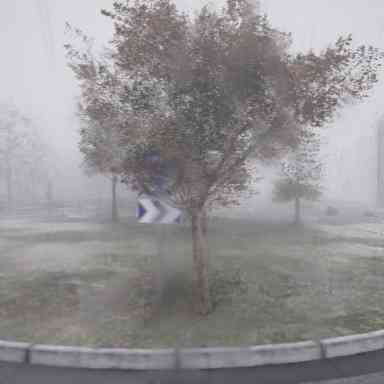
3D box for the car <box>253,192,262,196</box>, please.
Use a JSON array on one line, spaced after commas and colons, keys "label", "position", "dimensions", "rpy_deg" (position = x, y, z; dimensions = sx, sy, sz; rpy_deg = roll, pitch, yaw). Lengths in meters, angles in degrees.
[{"label": "car", "position": [14.351, 0.118, 81.535], "dimensions": [5.366, 1.575, 1.946], "rpy_deg": [1, 0, 19]}]
